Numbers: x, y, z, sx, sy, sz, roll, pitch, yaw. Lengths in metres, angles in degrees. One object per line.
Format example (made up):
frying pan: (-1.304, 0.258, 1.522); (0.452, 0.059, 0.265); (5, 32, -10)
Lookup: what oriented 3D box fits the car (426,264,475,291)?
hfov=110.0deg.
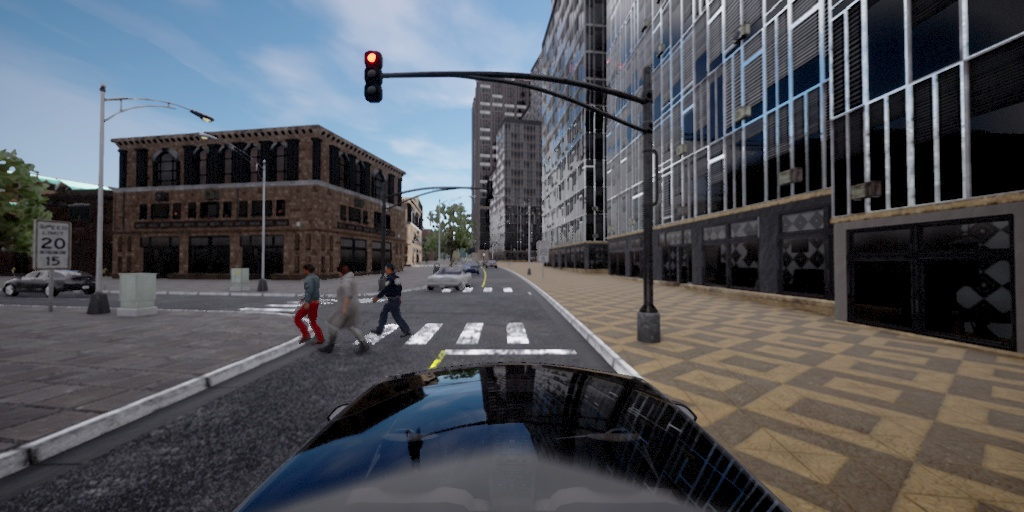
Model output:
car: (-3.732, 1.358, 21.935); (1.895, 1.301, 4.718); (0, 0, 3)

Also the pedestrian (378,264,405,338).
pedestrian: (-2.909, 1.047, 8.696); (0.375, 1.860, 0.375); (1, -1, -1)

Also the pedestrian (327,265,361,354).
pedestrian: (-3.410, 1.047, 7.306); (0.375, 1.860, 0.375); (1, -1, -1)

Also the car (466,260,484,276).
car: (-4.306, 1.308, 38.011); (2.033, 1.411, 5.357); (0, 0, -4)

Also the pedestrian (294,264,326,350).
pedestrian: (-4.490, 1.045, 7.936); (0.375, 1.860, 0.375); (1, -1, -1)

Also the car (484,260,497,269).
car: (-3.392, 1.316, 58.446); (2.033, 1.411, 5.357); (0, 0, -7)

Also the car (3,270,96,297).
car: (-24.176, 1.389, 18.864); (4.403, 1.370, 2.007); (0, 0, 9)

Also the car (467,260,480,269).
car: (-6.205, 1.327, 58.243); (1.994, 1.385, 4.181); (0, 0, -6)
